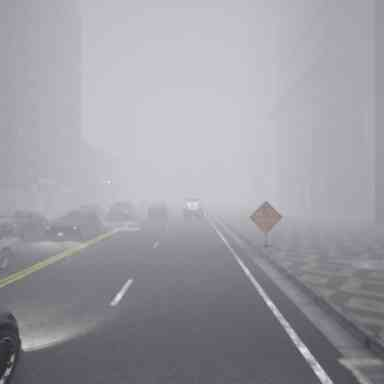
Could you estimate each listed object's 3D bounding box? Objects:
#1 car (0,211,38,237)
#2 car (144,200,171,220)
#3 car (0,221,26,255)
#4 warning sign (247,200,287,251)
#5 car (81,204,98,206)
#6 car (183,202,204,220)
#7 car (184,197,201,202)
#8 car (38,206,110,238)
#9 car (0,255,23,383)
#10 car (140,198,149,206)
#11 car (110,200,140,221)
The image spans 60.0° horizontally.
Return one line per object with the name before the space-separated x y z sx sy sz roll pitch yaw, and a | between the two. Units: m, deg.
car | -9.842 1.765 19.049 1.994 1.385 4.181 0 -1 0
car | -3.144 1.816 32.232 1.882 1.535 5.008 0 0 0
car | -6.592 1.695 8.782 1.895 1.301 4.718 0 -1 0
warning sign | 2.850 1.251 12.844 1.300 1.860 1.060 0 -1 0
car | -9.774 1.879 31.534 2.033 1.411 5.357 0 -1 1
car | 0.104 1.929 31.219 1.895 1.301 4.718 0 -1 0
car | 0.053 1.692 44.465 2.150 2.045 5.566 0 0 0
car | -6.593 1.751 19.314 2.033 1.411 5.357 0 -1 0
car | -3.150 1.593 2.561 1.994 1.385 4.181 0 -1 0
car | -9.739 2.070 68.808 2.097 1.767 4.553 0 -1 0
car | -6.530 1.679 31.051 2.097 1.767 4.553 0 -1 0
